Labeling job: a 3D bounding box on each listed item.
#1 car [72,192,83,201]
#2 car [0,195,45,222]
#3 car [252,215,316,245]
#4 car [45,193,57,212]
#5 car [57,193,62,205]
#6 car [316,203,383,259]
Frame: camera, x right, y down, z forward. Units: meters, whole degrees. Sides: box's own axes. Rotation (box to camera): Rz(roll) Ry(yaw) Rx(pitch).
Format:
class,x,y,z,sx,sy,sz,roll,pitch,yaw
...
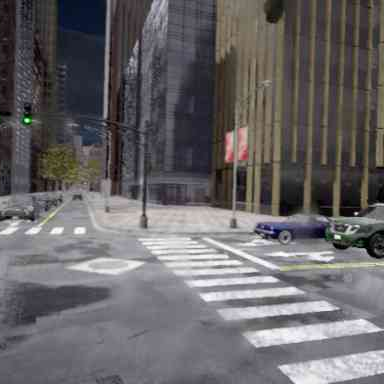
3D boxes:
class,x,y,z,sx,sy,sz,roll,pitch,yaw
car,-21.742,0.867,63.235,1.837,1.490,4.892,2,0,-18
car,-11.658,1.005,22.794,2.097,1.767,4.553,2,0,-18
car,5.404,1.770,16.284,4.718,1.301,1.895,2,0,-18
car,-14.787,1.053,32.347,2.128,1.511,4.902,2,0,-18
car,-17.913,0.975,42.041,1.837,1.490,4.892,2,0,-18
car,8.309,1.486,13.805,5.566,2.045,2.150,2,0,-18
